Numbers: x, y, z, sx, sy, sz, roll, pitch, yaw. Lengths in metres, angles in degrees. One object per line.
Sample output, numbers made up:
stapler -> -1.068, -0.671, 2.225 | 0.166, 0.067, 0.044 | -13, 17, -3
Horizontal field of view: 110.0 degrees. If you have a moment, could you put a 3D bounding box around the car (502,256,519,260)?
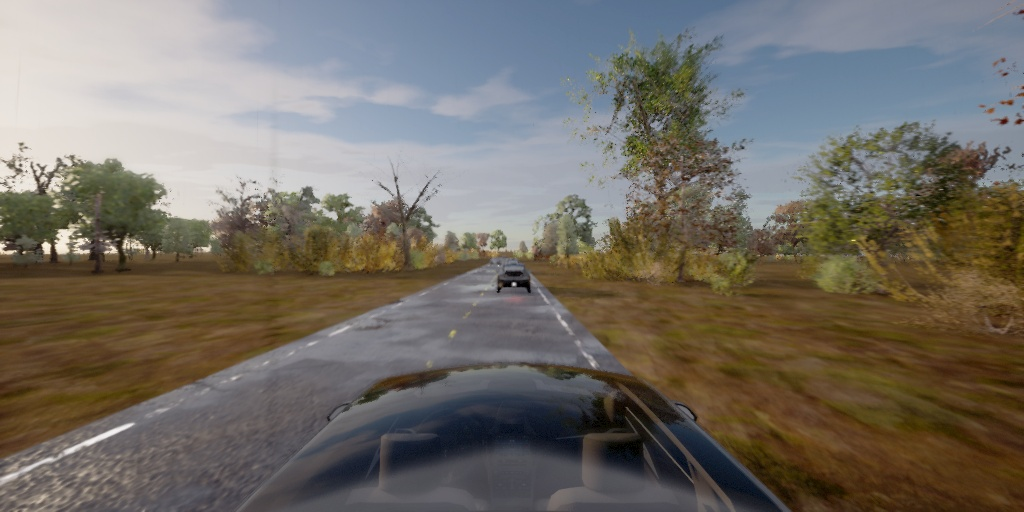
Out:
car -> 0.114, 1.088, 38.707 | 1.837, 1.490, 4.892 | 0, 0, 0

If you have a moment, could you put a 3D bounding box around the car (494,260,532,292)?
car -> 0.104, 1.169, 20.614 | 1.837, 1.490, 4.892 | 0, 0, 0

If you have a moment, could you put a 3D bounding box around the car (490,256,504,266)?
car -> -2.997, 0.969, 64.484 | 2.128, 1.511, 4.902 | 0, 0, 0
